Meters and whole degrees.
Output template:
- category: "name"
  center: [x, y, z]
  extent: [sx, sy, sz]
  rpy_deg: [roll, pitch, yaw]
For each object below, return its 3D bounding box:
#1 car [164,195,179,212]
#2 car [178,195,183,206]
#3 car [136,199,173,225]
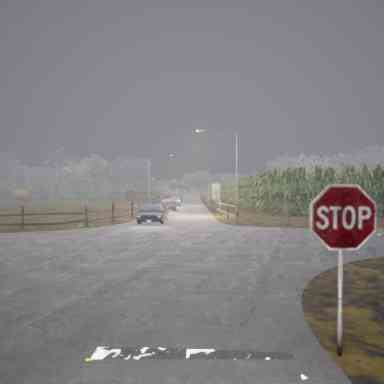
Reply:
- category: "car"
  center: [-2.743, 1.431, 37.856]
  extent: [1.812, 1.442, 4.674]
  rpy_deg: [0, 0, 0]
- category: "car"
  center: [-2.699, 1.444, 50.065]
  extent: [1.895, 1.301, 4.718]
  rpy_deg: [0, 0, 0]
- category: "car"
  center: [-2.790, 1.503, 24.266]
  extent: [2.033, 1.411, 5.357]
  rpy_deg: [0, 0, 0]
